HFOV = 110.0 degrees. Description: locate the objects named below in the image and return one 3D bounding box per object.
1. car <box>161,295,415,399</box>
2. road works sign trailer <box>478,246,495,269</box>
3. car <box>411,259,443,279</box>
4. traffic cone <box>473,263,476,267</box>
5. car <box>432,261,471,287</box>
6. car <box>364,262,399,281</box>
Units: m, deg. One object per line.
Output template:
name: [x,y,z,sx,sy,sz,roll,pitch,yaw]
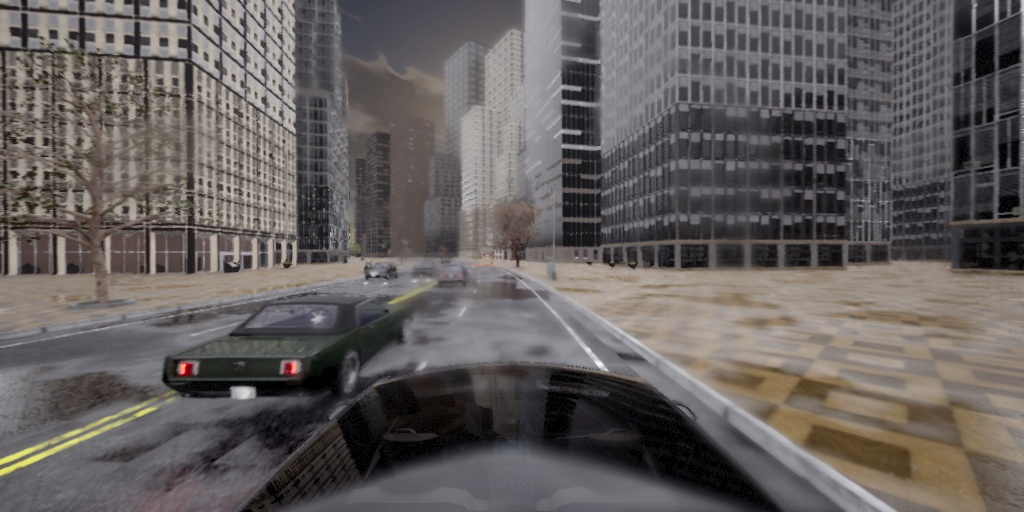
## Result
car: [-3.235,1.362,6.531,1.895,1.301,4.718,0,0,0]
road works sign trailer: [-3.990,0.156,56.696,2.380,3.560,2.880,0,0,-9]
car: [-7.920,1.300,33.081,2.033,1.411,5.357,0,0,-5]
traffic cone: [-6.473,1.641,63.386,0.340,0.580,0.340,0,0,-9]
car: [-3.877,1.297,24.580,2.033,1.411,5.357,0,0,-3]
car: [-10.989,1.261,30.492,2.128,1.511,4.902,0,0,-4]
